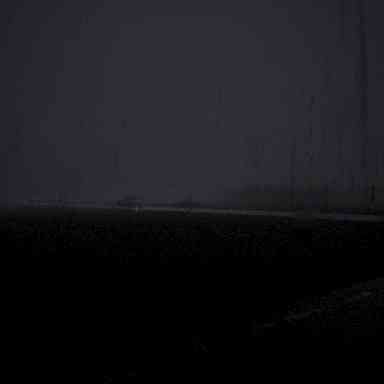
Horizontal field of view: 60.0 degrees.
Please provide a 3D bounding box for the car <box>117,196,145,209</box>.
[{"bbox_3d":[-9.935,1.903,56.030,4.553,1.767,2.097,-1,0,43],"label":"car"}]

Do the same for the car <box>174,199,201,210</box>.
[{"bbox_3d":[-0.785,1.874,51.084,4.902,1.511,2.128,-1,0,45],"label":"car"}]
